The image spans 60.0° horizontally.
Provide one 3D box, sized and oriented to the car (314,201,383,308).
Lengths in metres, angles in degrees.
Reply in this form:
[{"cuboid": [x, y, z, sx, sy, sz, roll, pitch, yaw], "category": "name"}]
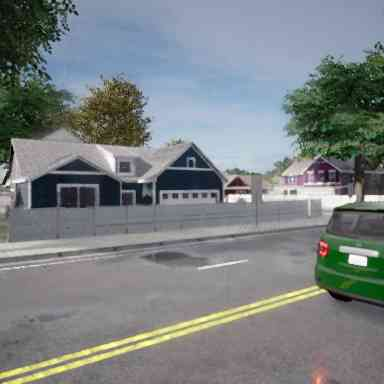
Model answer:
[{"cuboid": [4.920, 1.205, 6.991, 5.566, 2.045, 2.150, 0, 0, -35], "category": "car"}]
